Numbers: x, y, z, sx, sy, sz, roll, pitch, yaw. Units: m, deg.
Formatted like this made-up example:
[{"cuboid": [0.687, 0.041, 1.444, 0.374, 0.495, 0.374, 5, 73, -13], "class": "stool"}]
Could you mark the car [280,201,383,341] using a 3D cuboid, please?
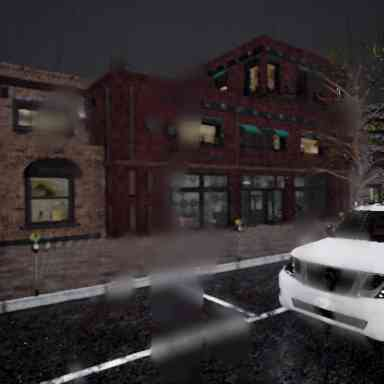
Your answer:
[{"cuboid": [4.120, 1.214, 6.330, 5.566, 2.045, 2.150, 0, 0, -36], "class": "car"}]
